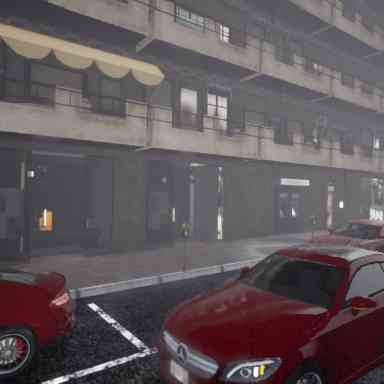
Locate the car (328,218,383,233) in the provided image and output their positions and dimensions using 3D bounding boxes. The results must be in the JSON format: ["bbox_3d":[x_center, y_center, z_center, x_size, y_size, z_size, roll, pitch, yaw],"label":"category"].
[{"bbox_3d":[5.436,1.548,10.401,4.507,1.381,1.887,0,1,-35],"label":"car"}]

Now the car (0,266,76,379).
[{"bbox_3d":[-3.607,1.582,3.973,4.206,1.307,1.802,0,1,-35],"label":"car"}]

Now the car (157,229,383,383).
[{"bbox_3d":[1.770,1.527,4.635,4.674,1.442,1.812,0,0,-35],"label":"car"}]
